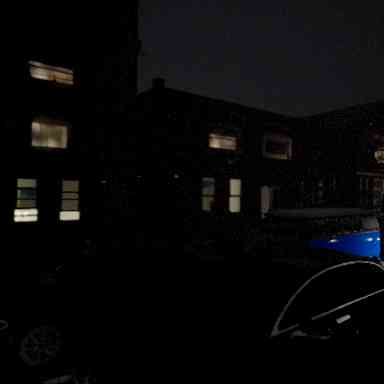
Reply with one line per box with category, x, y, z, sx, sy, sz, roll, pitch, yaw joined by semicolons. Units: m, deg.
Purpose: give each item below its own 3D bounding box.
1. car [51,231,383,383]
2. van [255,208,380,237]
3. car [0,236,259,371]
car;1.084;1.507;4.135;4.892;1.490;1.837;1;0;-35
van;3.448;1.343;8.995;3.998;1.788;1.690;0;1;-35
car;-1.186;1.545;5.697;4.507;1.381;1.887;0;1;-35
